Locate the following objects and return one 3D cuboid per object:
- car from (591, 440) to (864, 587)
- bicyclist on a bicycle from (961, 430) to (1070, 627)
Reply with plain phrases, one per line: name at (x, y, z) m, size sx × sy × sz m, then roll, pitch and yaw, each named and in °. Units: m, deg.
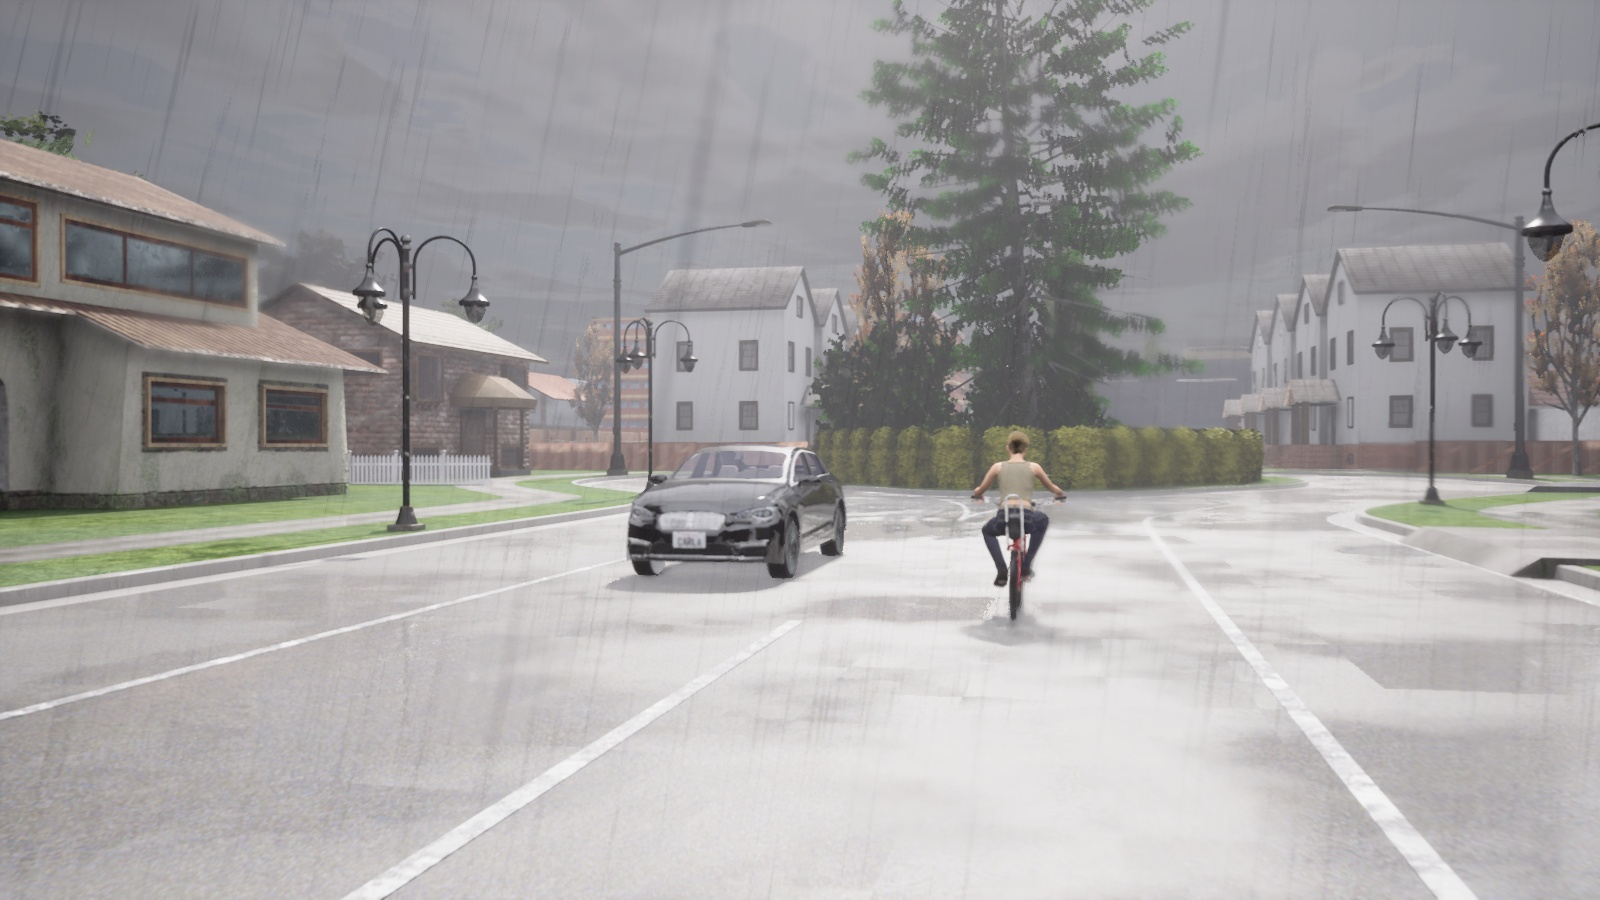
car at (-0.659, 0.643, 15.568) m, size 2.128 × 1.511 × 4.902 m, roll 0°, pitch 0°, yaw 12°
bicyclist on a bicycle at (1.934, 0.643, 11.106) m, size 0.866 × 1.612 × 1.509 m, roll 0°, pitch 0°, yaw 13°
